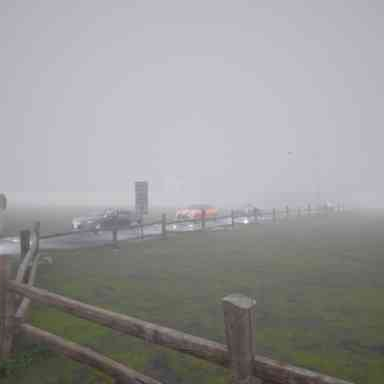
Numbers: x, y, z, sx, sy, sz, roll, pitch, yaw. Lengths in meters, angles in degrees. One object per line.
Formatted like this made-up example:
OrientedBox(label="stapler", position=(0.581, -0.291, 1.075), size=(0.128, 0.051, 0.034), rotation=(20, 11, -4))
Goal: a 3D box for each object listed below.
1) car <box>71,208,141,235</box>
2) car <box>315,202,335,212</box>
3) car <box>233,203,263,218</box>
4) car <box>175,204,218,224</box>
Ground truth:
OrientedBox(label="car", position=(-5.338, 1.793, 21.332), size=(2.128, 1.511, 4.902), rotation=(-1, -1, 36))
OrientedBox(label="car", position=(21.936, 2.406, 54.793), size=(2.097, 1.767, 4.553), rotation=(-1, -1, 37))
OrientedBox(label="car", position=(6.343, 2.017, 37.817), size=(2.097, 1.767, 4.553), rotation=(-1, -1, 35))
OrientedBox(label="car", position=(0.475, 1.834, 29.534), size=(2.097, 1.767, 4.553), rotation=(-1, -1, 35))
